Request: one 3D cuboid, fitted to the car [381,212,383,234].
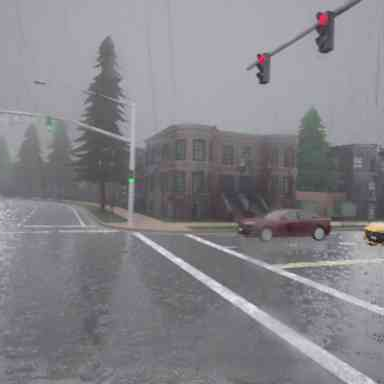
[{"bbox_3d":[14.128,1.989,20.536,4.181,1.385,1.994,2,0,-21],"label":"car"}]

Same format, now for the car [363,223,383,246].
[{"bbox_3d":[10.201,1.784,15.276,5.008,1.535,1.882,2,0,-21],"label":"car"}]

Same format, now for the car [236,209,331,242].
[{"bbox_3d":[4.665,1.606,16.892,5.008,1.535,1.882,2,0,-21],"label":"car"}]
